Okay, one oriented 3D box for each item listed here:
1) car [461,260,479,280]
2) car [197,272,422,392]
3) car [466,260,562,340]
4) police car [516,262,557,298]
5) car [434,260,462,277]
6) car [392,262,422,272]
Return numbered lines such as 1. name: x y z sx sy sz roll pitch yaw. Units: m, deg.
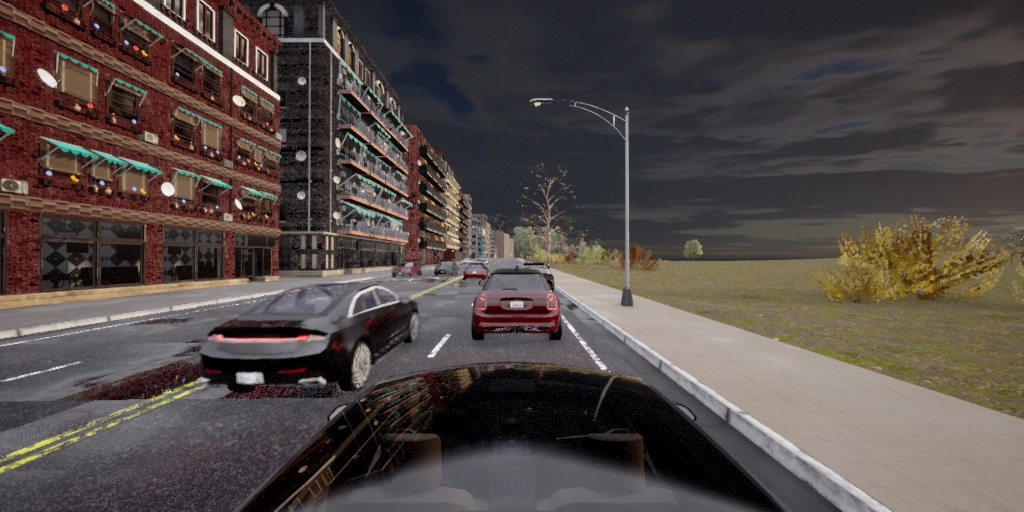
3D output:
1. car: -3.081 1.316 31.494 1.994 1.385 4.181 0 0 0
2. car: -3.141 1.243 6.730 2.128 1.511 4.902 0 0 0
3. car: 0.114 1.103 10.109 2.097 1.767 4.553 0 0 0
4. police car: 1.178 1.177 19.604 1.930 1.638 5.238 0 0 0
5. car: -6.522 1.257 35.987 1.837 1.490 4.892 0 0 0
6. car: -9.777 1.278 33.637 1.812 1.442 4.674 0 0 0
